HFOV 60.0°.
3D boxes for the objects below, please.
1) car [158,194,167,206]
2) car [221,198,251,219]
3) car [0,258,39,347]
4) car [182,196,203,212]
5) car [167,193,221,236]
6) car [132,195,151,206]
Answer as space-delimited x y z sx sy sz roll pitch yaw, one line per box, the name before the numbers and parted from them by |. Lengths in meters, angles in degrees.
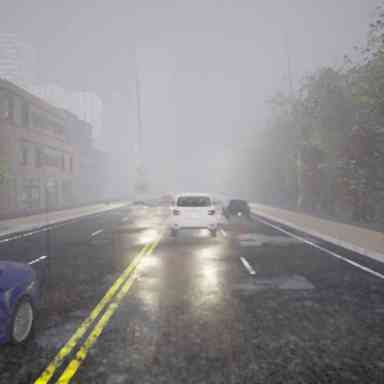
car | -3.322 1.043 44.095 1.882 1.535 5.008 0 0 0
car | 3.346 1.254 25.761 1.837 1.490 4.892 0 1 0
car | -3.340 1.490 3.515 1.812 1.442 4.674 0 0 1
car | 0.081 1.199 35.451 2.033 1.411 5.357 0 1 0
car | 0.098 1.053 17.342 2.150 2.045 5.566 0 1 0
car | -6.573 1.114 43.976 2.033 1.411 5.357 0 1 0
